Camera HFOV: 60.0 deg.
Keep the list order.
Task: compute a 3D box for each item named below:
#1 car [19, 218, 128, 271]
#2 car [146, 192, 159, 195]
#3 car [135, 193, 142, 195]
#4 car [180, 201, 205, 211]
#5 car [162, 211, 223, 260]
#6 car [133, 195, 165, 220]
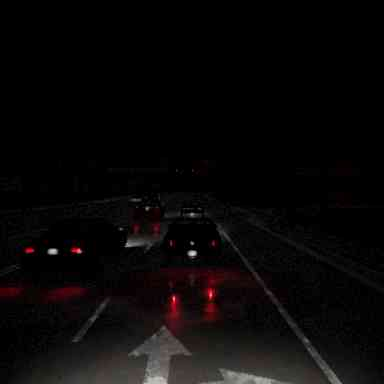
[{"bbox_3d":[-3.482,1.543,10.861,2.033,1.411,5.357,0,0,0],"label":"car"},{"bbox_3d":[-10.523,1.155,86.389,1.895,1.301,4.718,0,1,0],"label":"car"},{"bbox_3d":[-14.023,1.060,86.403,1.837,1.490,4.892,0,1,0],"label":"car"},{"bbox_3d":[0.031,1.480,27.627,2.128,1.511,4.902,0,0,1],"label":"car"},{"bbox_3d":[0.034,1.595,12.440,1.895,1.301,4.718,0,0,1],"label":"car"},{"bbox_3d":[-3.465,1.339,27.953,2.097,1.767,4.553,0,0,1],"label":"car"}]
